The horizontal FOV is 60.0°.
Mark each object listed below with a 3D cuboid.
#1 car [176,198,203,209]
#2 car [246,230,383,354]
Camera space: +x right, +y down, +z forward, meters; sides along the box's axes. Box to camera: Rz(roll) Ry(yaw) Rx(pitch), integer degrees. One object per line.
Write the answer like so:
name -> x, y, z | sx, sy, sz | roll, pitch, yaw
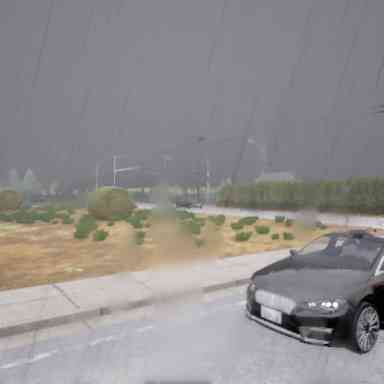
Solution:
car -> -0.385, 1.604, 45.945 | 2.128, 1.511, 4.902 | 0, 0, -34
car -> 3.138, 1.511, 6.215 | 4.902, 1.511, 2.128 | 0, 0, -35
